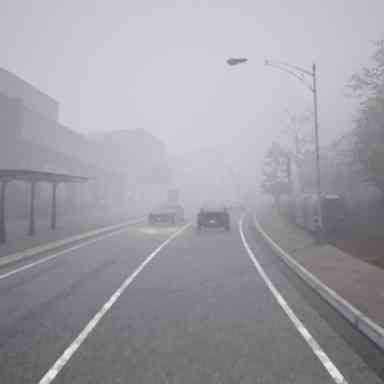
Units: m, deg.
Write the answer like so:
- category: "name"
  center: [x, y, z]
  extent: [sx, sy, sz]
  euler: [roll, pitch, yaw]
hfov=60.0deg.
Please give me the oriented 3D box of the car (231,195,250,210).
- category: "car"
  center: [5.621, 1.444, 41.094]
  extent: [1.812, 1.442, 4.674]
  euler: [-2, 0, 15]

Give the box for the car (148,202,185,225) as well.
- category: "car"
  center: [-1.777, 1.508, 24.395]
  extent: [1.882, 1.535, 5.008]
  euler: [-1, 0, 9]

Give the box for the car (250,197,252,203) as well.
- category: "car"
  center: [10.177, 1.409, 63.869]
  extent: [2.128, 1.511, 4.902]
  euler: [-3, -1, 25]

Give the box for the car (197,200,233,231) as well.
- category: "car"
  center: [1.420, 1.458, 20.624]
  extent: [1.882, 1.535, 5.008]
  euler: [-1, 0, 7]
